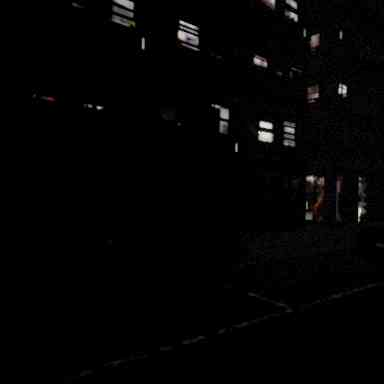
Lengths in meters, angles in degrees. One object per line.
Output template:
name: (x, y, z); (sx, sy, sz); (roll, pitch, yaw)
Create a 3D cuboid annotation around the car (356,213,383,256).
car: (8.233, 1.451, 12.412); (5.009, 1.841, 2.192); (1, 1, -35)
